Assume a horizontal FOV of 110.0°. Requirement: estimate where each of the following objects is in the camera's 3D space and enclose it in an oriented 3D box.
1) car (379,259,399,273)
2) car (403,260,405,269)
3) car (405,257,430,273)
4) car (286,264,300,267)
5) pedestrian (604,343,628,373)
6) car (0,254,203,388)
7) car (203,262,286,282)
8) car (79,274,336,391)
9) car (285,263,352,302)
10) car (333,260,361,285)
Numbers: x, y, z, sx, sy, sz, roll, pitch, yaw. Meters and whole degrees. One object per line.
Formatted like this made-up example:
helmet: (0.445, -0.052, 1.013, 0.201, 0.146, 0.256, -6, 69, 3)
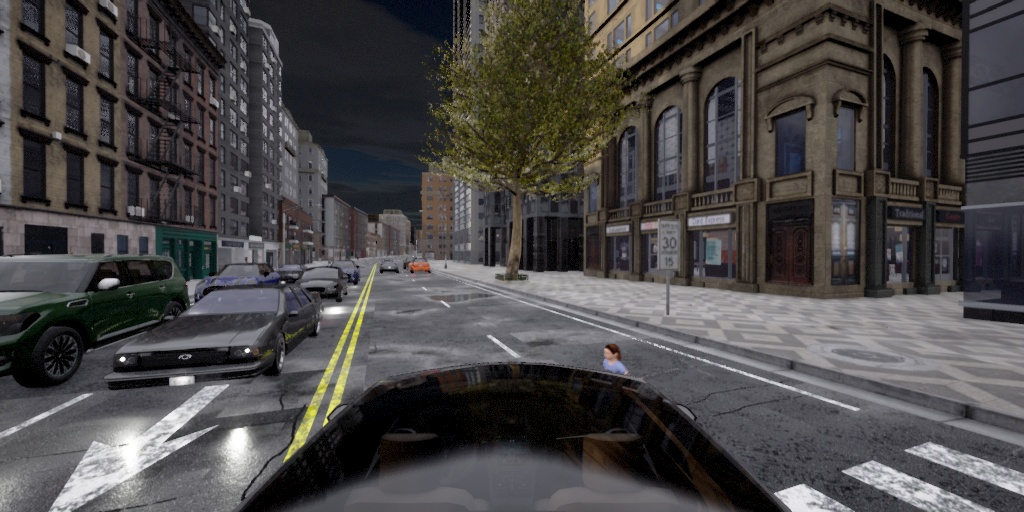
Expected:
car: (-14.132, 1.229, 41.175, 1.994, 1.385, 4.181, 0, 0, -21)
car: (-14.395, 0.976, 51.070, 2.097, 1.767, 4.553, 0, 0, -20)
car: (-10.738, 1.021, 41.275, 2.097, 1.767, 4.553, 0, 0, -20)
car: (-15.234, 1.264, 24.866, 2.033, 1.411, 5.357, 0, 0, -21)
pedestrian: (1.150, 1.423, 3.941, 0.500, 1.100, 0.500, 0, 1, -20)
car: (-8.565, 0.969, 6.834, 2.150, 2.045, 5.566, 0, 0, -20)
car: (-11.937, 1.089, 15.940, 2.097, 1.767, 4.553, 0, 0, -20)
car: (-5.265, 1.295, 7.379, 2.033, 1.411, 5.357, 0, 0, -18)
car: (-8.679, 1.243, 16.503, 1.837, 1.490, 4.892, 0, 0, -20)
car: (-12.021, 1.070, 25.558, 2.097, 1.767, 4.553, 0, 0, -20)
